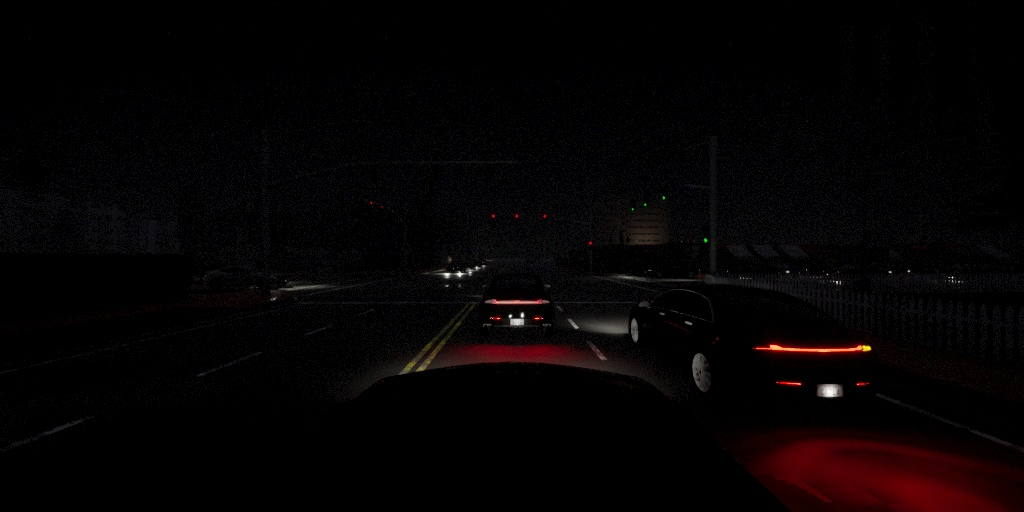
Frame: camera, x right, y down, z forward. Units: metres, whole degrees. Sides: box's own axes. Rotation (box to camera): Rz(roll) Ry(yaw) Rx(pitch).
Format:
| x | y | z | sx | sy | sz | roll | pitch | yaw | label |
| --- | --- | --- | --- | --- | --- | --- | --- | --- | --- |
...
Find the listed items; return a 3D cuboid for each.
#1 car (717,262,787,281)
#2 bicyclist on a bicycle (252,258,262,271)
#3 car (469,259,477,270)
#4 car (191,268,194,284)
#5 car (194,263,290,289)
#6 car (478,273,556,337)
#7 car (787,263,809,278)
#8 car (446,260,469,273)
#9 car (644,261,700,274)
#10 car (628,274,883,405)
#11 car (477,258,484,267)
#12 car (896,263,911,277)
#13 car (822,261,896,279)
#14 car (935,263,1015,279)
| x | y | z | sx | sy | sz | roll | pitch | yaw | label |
| --- | --- | --- | --- | --- | --- | --- | --- | --- | --- |
| 19.615 | 1.241 | 30.036 | 4.902 | 1.511 | 2.128 | 0 | 0 | -1 | car |
| -26.175 | 1.051 | 36.843 | 0.582 | 1.620 | 1.656 | 0 | 0 | -3 | bicyclist on a bicycle |
| -6.778 | 1.276 | 54.181 | 1.812 | 1.442 | 4.674 | 0 | 0 | 1 | car |
| -20.487 | 1.257 | 25.700 | 4.892 | 1.490 | 1.837 | 0 | 0 | -2 | car |
| -16.454 | 1.275 | 22.314 | 4.674 | 1.442 | 1.812 | 0 | 0 | -2 | car |
| 0.130 | 1.242 | 10.333 | 2.128 | 1.511 | 4.902 | 0 | 0 | 0 | car |
| 24.659 | 1.297 | 33.634 | 5.357 | 1.411 | 2.033 | 0 | 0 | -1 | car |
| -6.845 | 1.255 | 44.358 | 1.837 | 1.490 | 4.892 | 0 | 0 | 0 | car |
| 14.920 | 1.255 | 33.512 | 4.892 | 1.490 | 1.837 | 0 | 0 | 1 | car |
| 3.587 | 1.255 | 6.429 | 1.837 | 1.490 | 4.892 | 0 | 0 | 1 | car |
| -6.676 | 1.313 | 64.224 | 1.994 | 1.385 | 4.181 | 0 | 0 | 1 | car |
| 34.483 | 1.242 | 33.813 | 4.902 | 1.511 | 2.128 | 0 | 0 | -1 | car |
| 28.875 | 1.276 | 30.203 | 4.674 | 1.442 | 1.812 | 0 | 0 | -1 | car |
| 38.875 | 1.276 | 30.387 | 4.674 | 1.442 | 1.812 | 0 | 0 | -1 | car |
